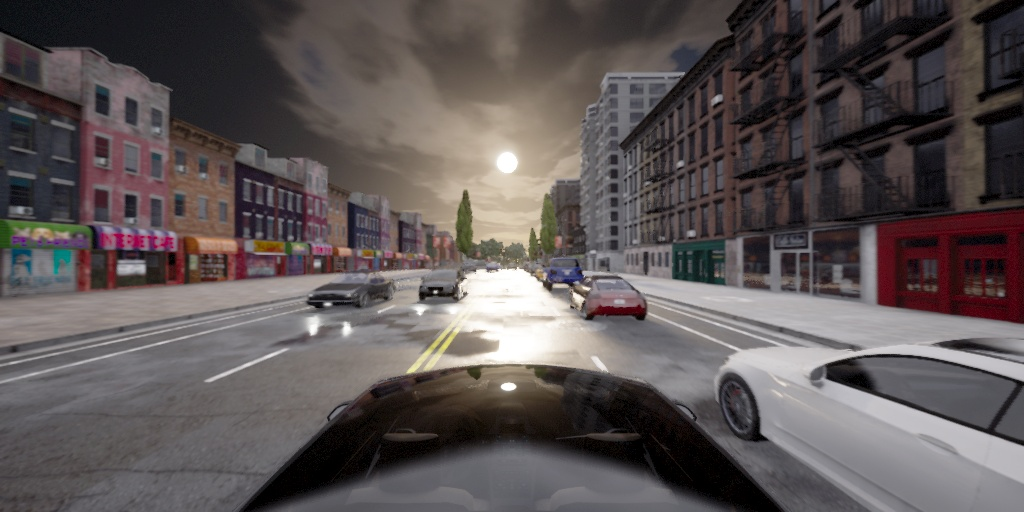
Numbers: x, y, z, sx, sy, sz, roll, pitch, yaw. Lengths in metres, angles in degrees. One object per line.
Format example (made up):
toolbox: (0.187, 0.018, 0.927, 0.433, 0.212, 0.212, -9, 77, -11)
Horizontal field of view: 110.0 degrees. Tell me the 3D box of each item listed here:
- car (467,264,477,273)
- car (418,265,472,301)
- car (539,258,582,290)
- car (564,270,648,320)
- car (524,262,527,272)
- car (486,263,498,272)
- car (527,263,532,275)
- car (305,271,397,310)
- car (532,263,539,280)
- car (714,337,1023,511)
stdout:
car: (-6.563, 1.894, 56.039, 1.994, 1.385, 4.181, 0, -1, 0)
car: (-3.349, 1.361, 18.131, 1.837, 1.490, 4.892, 0, -1, 0)
car: (3.248, 1.138, 23.868, 2.150, 2.045, 5.566, 0, -1, 0)
car: (3.249, 1.368, 12.834, 1.994, 1.385, 4.181, 0, -1, 0)
car: (3.245, 1.894, 56.839, 2.033, 1.411, 5.357, 0, -1, 0)
car: (-3.303, 1.878, 59.647, 1.882, 1.535, 5.008, 0, -1, 1)
car: (3.246, 1.765, 45.865, 1.895, 1.301, 4.718, 0, -1, 0)
car: (-6.603, 1.378, 15.522, 2.033, 1.411, 5.357, 0, -1, 0)
car: (3.247, 1.489, 35.025, 1.801, 1.575, 5.366, 0, -1, 0)
car: (3.349, 1.278, 2.378, 1.812, 1.442, 4.674, 0, 0, 0)
